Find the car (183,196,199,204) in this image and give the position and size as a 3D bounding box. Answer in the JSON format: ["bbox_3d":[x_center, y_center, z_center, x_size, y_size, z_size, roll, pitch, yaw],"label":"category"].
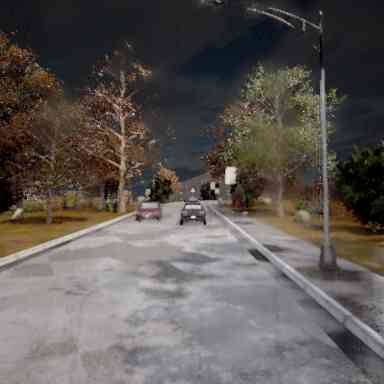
[{"bbox_3d":[-0.117,1.562,67.672,1.994,1.385,4.181,-1,0,19],"label":"car"}]

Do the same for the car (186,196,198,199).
[{"bbox_3d":[0.108,1.489,42.702,2.128,1.511,4.902,0,0,0],"label":"car"}]

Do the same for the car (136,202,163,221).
[{"bbox_3d":[-3.350,1.526,26.936,1.812,1.442,4.674,0,0,0],"label":"car"}]

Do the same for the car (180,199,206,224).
[{"bbox_3d":[0.085,1.526,24.657,1.812,1.442,4.674,0,0,0],"label":"car"}]
